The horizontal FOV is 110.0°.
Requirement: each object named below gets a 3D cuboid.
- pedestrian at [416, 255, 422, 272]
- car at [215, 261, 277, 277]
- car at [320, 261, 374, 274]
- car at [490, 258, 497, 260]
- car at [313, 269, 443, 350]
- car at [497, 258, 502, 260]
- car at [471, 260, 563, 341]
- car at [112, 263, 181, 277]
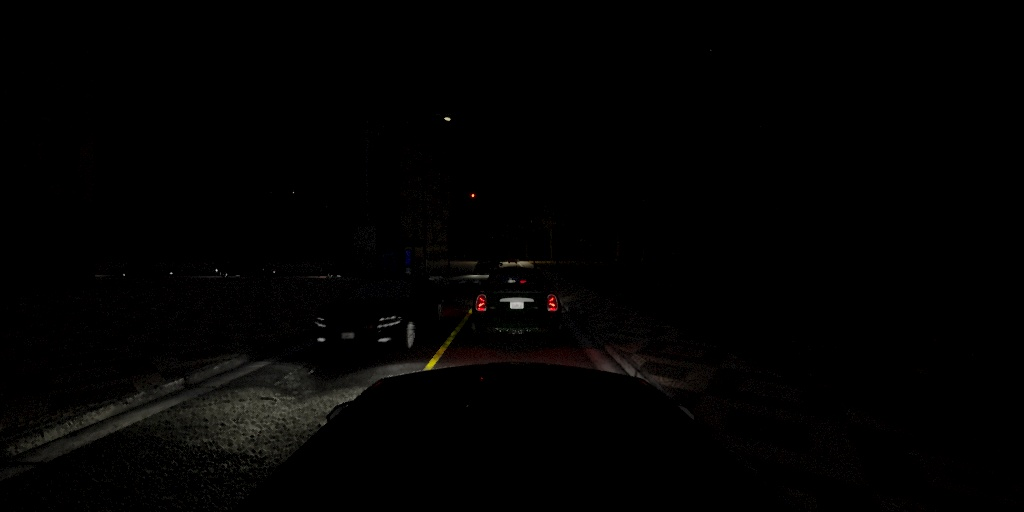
[{"bbox_3d":[-9.980,0.800,38.122,0.375,1.860,0.375,0,0,2],"label":"pedestrian"},{"bbox_3d":[-23.825,1.166,32.278,4.902,1.511,2.128,0,1,2],"label":"car"},{"bbox_3d":[-14.453,1.192,32.014,4.902,1.511,2.128,0,1,2],"label":"car"},{"bbox_3d":[-2.994,1.193,38.951,1.882,1.535,5.008,0,0,0],"label":"car"},{"bbox_3d":[-3.078,1.225,9.241,1.882,1.535,5.008,0,0,0],"label":"car"},{"bbox_3d":[-2.940,1.235,55.981,2.033,1.411,5.357,0,0,0],"label":"car"},{"bbox_3d":[0.114,1.099,9.972,2.097,1.767,4.553,0,0,0],"label":"car"},{"bbox_3d":[-33.062,1.249,32.544,4.718,1.301,1.895,0,1,2],"label":"car"}]
